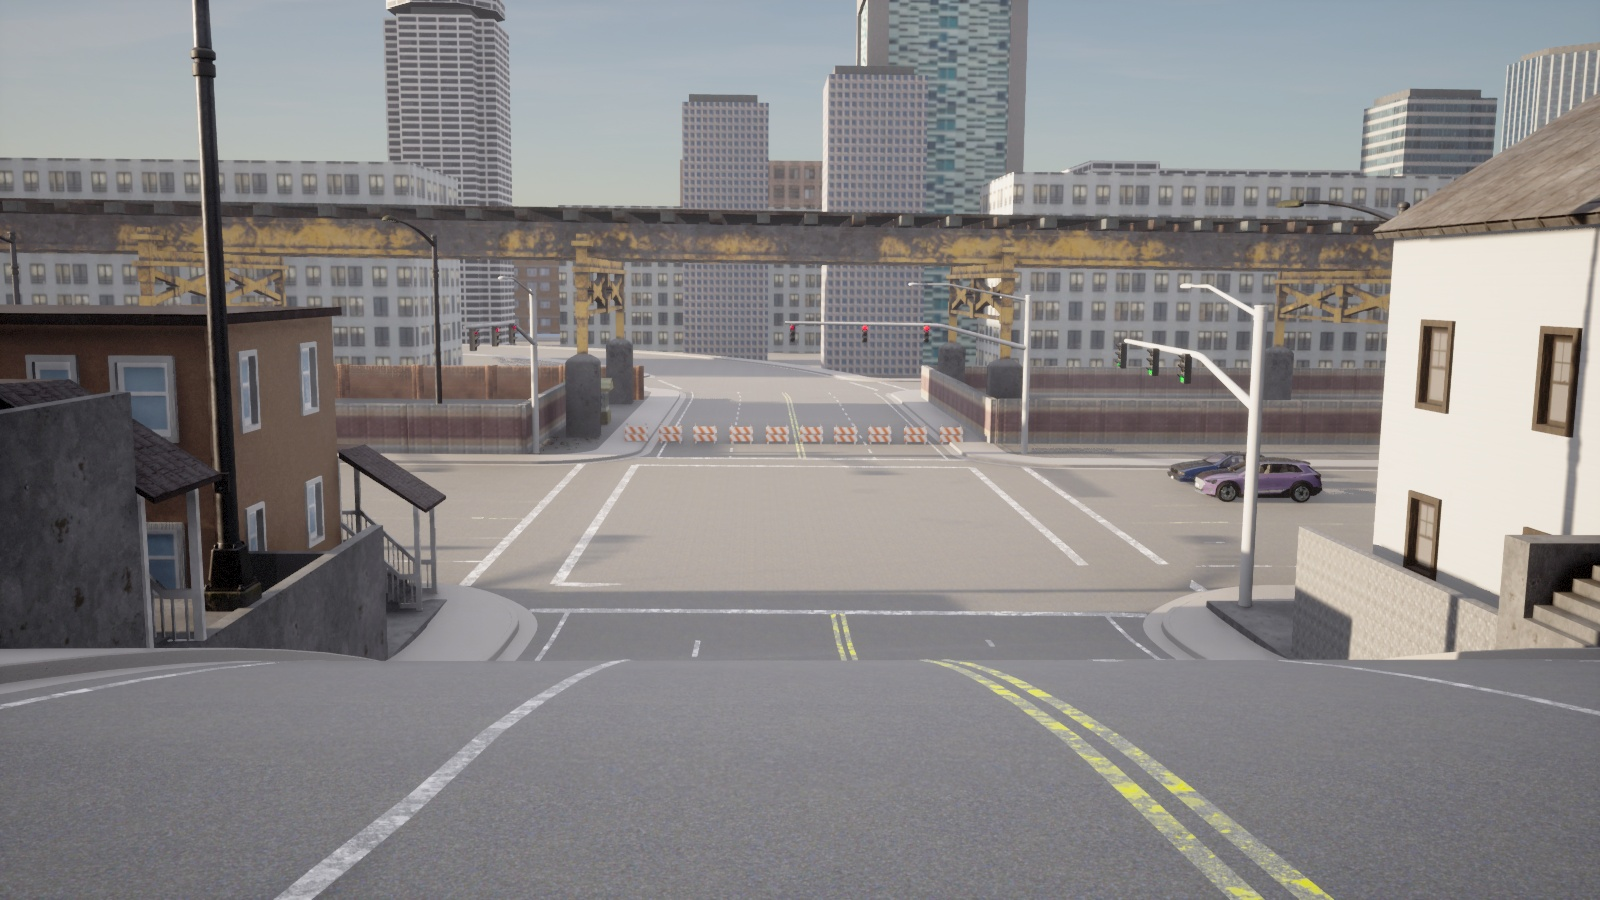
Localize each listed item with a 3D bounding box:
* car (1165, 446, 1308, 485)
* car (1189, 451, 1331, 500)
[{"bbox_3d":[18.577,0.645,53.632,5.357,1.411,2.033,0,8,0],"label":"car"},{"bbox_3d":[18.314,0.991,50.143,4.856,1.649,2.033,0,8,0],"label":"car"}]
